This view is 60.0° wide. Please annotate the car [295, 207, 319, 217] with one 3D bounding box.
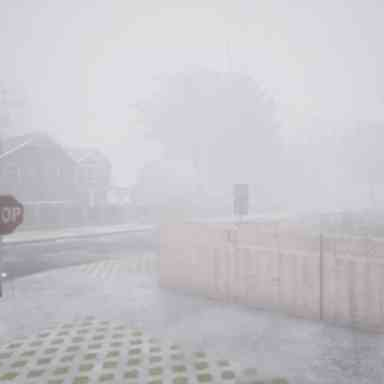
[{"bbox_3d":[15.844,2.717,45.585,2.033,1.411,5.357,1,-1,36],"label":"car"}]
